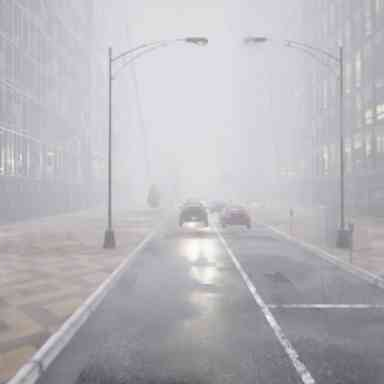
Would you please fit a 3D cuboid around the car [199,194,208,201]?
[{"bbox_3d":[2.566,1.225,76.111,1.802,1.307,4.206,1,0,0],"label":"car"}]

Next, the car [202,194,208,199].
[{"bbox_3d":[2.569,1.105,70.543,1.967,1.590,4.097,1,0,0],"label":"car"}]

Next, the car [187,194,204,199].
[{"bbox_3d":[0.094,1.339,40.674,2.033,1.411,5.357,0,0,0],"label":"car"}]

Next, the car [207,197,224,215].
[{"bbox_3d":[2.573,1.416,31.571,1.802,1.307,4.206,1,0,0],"label":"car"}]

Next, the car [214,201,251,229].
[{"bbox_3d":[2.575,1.471,20.438,1.802,1.307,4.206,1,0,0],"label":"car"}]

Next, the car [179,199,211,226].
[{"bbox_3d":[0.097,1.405,22.266,1.812,1.442,4.674,0,0,0],"label":"car"}]
